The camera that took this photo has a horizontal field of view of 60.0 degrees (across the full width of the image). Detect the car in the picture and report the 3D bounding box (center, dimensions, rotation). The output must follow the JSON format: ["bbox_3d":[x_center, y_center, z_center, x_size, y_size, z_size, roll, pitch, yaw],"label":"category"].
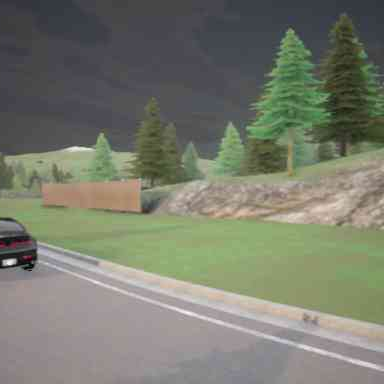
[{"bbox_3d":[-6.233,1.465,9.845,4.892,1.490,1.837,0,0,44],"label":"car"}]
